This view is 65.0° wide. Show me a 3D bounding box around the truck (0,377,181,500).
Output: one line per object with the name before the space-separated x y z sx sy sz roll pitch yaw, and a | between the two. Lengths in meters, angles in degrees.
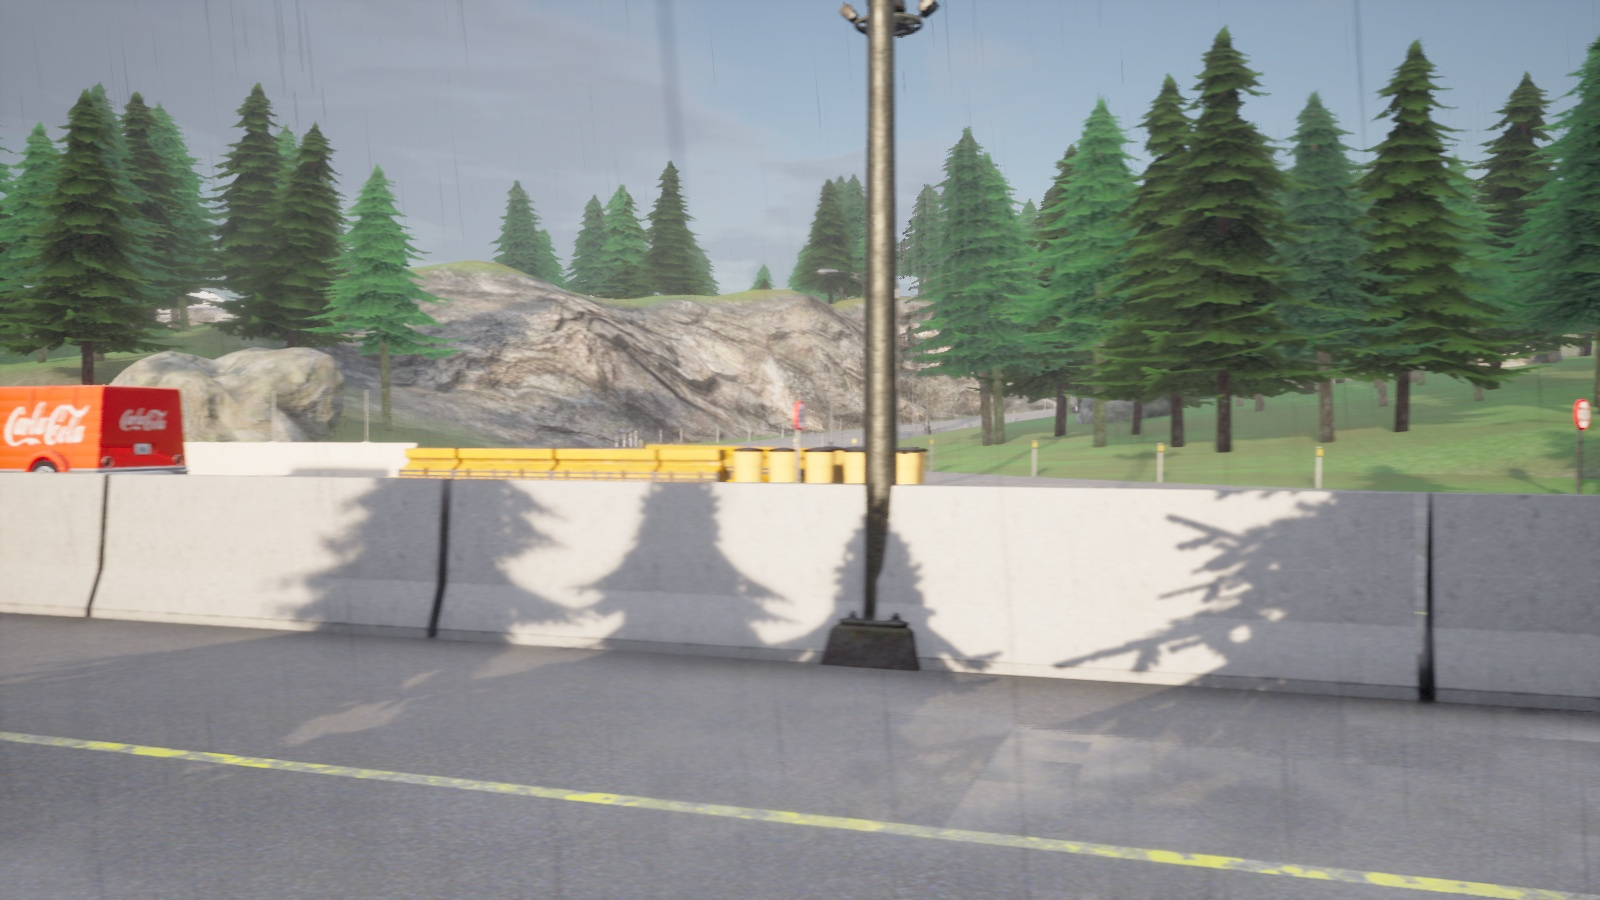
truck | -16.501 -0.248 27.200 5.204 2.467 2.627 0 1 19
